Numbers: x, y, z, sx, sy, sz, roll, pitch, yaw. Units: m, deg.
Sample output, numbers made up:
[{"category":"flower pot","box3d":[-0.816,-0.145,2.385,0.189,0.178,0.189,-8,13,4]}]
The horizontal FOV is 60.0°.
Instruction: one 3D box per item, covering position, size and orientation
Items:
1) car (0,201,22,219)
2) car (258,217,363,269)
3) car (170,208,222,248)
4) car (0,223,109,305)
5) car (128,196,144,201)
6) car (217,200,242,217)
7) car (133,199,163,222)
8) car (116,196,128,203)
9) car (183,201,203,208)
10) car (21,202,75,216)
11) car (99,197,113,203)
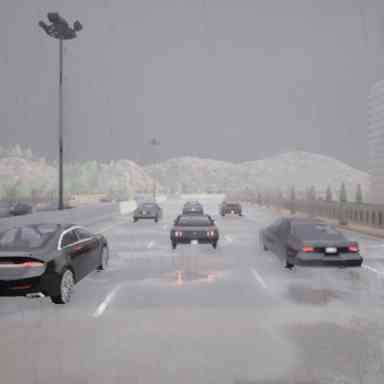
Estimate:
[{"category":"car","box3d":[-14.102,1.500,25.703,2.128,1.511,4.902,0,0,0]},{"category":"car","box3d":[3.599,1.550,11.122,2.033,1.411,5.357,0,0,0]},{"category":"car","box3d":[0.098,1.605,14.799,1.895,1.301,4.718,0,0,0]},{"category":"car","box3d":[-3.403,1.494,8.080,2.128,1.511,4.902,0,0,0]},{"category":"car","box3d":[-10.526,1.526,65.628,2.128,1.511,4.902,0,0,0]},{"category":"car","box3d":[3.593,1.513,31.759,1.837,1.490,4.892,0,0,0]},{"category":"car","box3d":[-3.406,1.555,26.328,2.033,1.411,5.357,0,0,0]},{"category":"car","box3d":[-14.017,1.574,67.283,1.994,1.385,4.181,0,0,0]},{"category":"car","box3d":[0.093,1.573,32.329,1.994,1.385,4.181,0,0,0]},{"category":"car","box3d":[-10.605,1.556,25.667,2.033,1.411,5.357,0,0,0]},{"category":"car","box3d":[-17.515,1.615,67.655,1.895,1.301,4.718,0,0,0]}]
